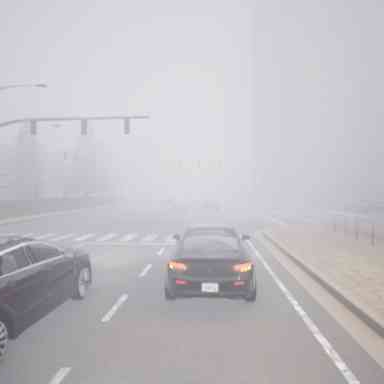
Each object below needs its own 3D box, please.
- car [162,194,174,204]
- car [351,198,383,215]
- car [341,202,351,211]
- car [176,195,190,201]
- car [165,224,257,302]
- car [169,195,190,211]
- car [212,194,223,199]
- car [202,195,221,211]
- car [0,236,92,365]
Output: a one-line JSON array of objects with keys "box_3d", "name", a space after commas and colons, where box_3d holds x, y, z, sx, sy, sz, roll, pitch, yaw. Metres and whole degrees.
[{"box_3d": [-3.939, 1.146, 58.506, 2.097, 1.767, 4.553, 0, 0, 3], "name": "car"}, {"box_3d": [18.777, 1.441, 32.756, 4.892, 1.490, 1.837, 0, 0, 2], "name": "car"}, {"box_3d": [18.909, 1.429, 36.254, 4.892, 1.490, 1.837, 0, 0, 2], "name": "car"}, {"box_3d": [-1.882, 1.294, 73.620, 1.994, 1.385, 4.181, 0, 0, 15], "name": "car"}, {"box_3d": [0.456, 1.497, 8.118, 1.812, 1.442, 4.674, 0, 0, 4], "name": "car"}, {"box_3d": [-1.304, 1.399, 39.534, 1.812, 1.442, 4.674, 0, 1, 3], "name": "car"}, {"box_3d": [6.071, 1.181, 86.686, 1.837, 1.490, 4.892, 0, 0, 42], "name": "car"}, {"box_3d": [2.205, 1.417, 39.338, 1.812, 1.442, 4.674, 0, 0, 3], "name": "car"}, {"box_3d": [-3.214, 1.472, 5.465, 2.128, 1.511, 4.902, 0, 0, 4], "name": "car"}]
